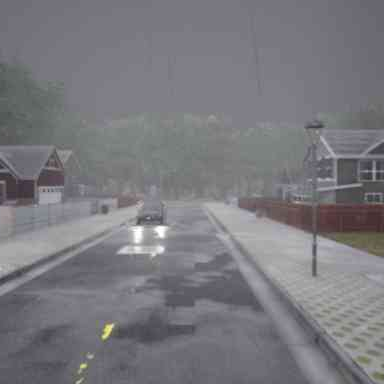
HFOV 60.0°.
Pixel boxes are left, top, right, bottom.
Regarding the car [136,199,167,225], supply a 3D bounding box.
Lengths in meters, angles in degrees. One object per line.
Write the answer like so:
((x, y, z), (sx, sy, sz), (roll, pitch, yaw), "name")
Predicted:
((-2.831, 1.483, 24.150), (1.837, 1.490, 4.892), (0, 0, 0), "car")

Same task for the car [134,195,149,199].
((-10.771, 1.289, 65.266), (4.902, 1.511, 2.128), (2, 1, 0), "car")
